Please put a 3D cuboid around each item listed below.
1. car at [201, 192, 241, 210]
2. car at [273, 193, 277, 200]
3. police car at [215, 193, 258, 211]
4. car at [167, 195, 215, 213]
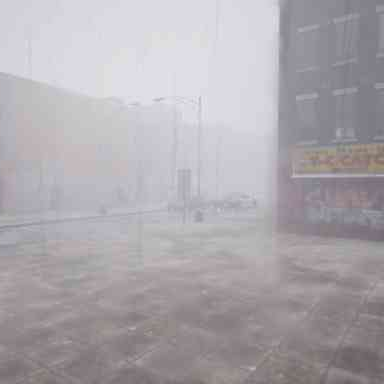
[{"bbox_3d":[2.958,0.818,32.701,1.887,1.381,4.507,3,3,36],"label":"car"},{"bbox_3d":[12.640,0.469,46.176,1.802,1.307,4.206,3,3,36],"label":"car"},{"bbox_3d":[4.270,0.853,30.038,2.038,1.542,4.974,1,2,36],"label":"police car"},{"bbox_3d":[-0.270,0.969,28.210,1.947,1.339,4.313,3,3,36],"label":"car"}]
